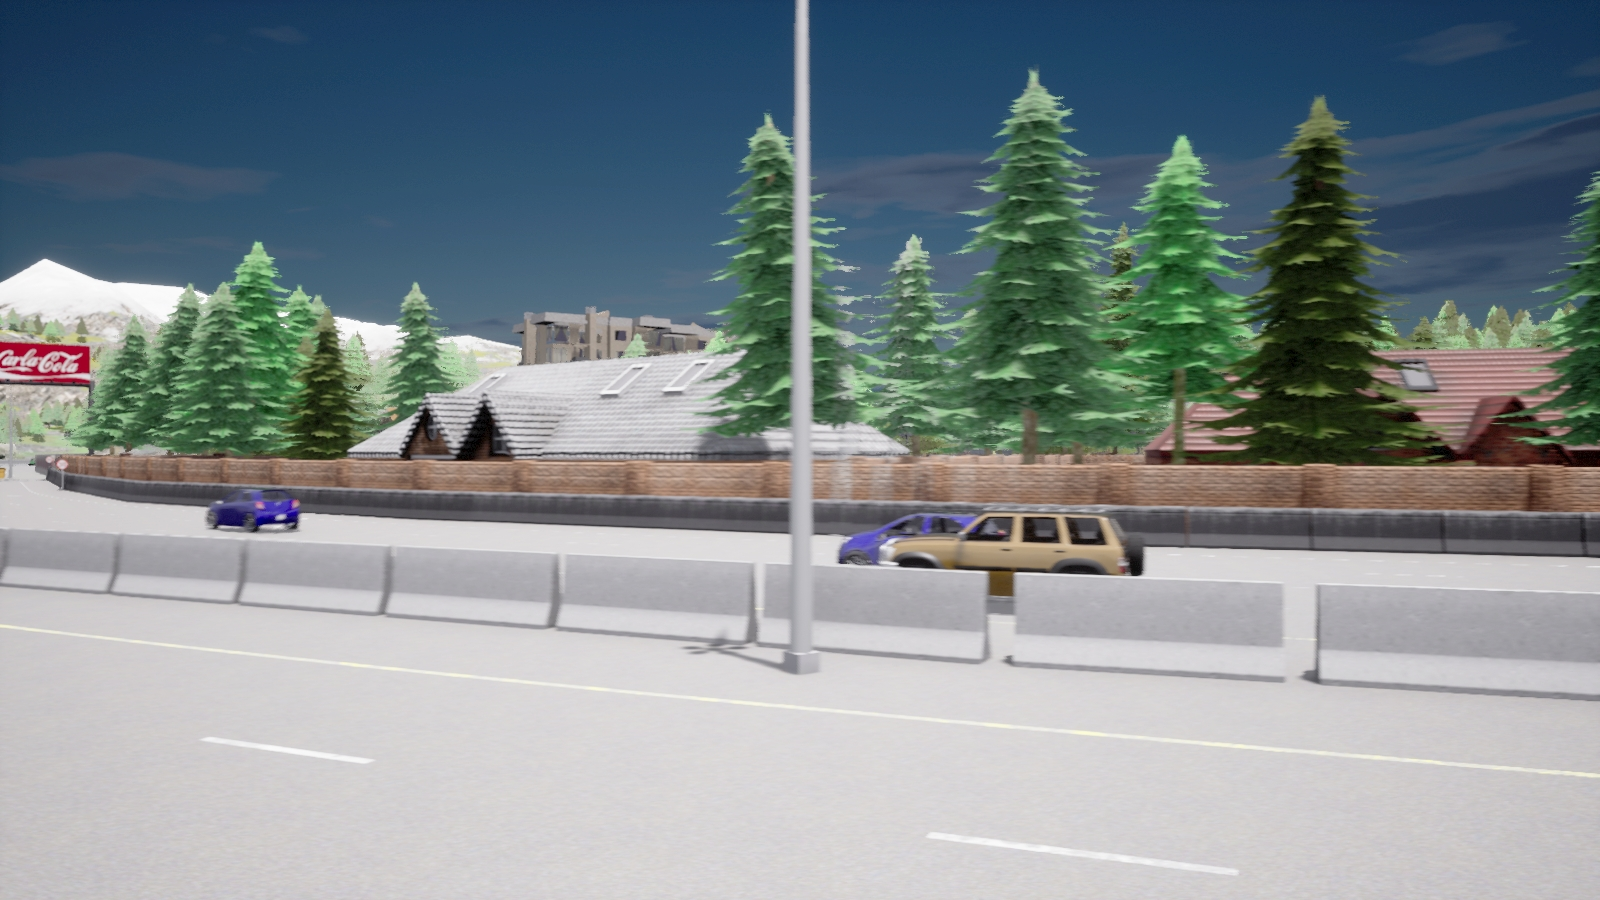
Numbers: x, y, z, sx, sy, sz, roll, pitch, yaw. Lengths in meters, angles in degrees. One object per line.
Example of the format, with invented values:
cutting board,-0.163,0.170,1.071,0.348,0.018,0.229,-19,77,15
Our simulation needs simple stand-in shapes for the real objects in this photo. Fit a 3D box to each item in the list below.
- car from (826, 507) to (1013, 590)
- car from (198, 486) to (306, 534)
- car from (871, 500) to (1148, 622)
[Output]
car,2.595,2.073,24.711,3.633,1.501,1.845,0,0,24
car,-19.332,2.083,40.271,3.633,1.501,1.845,0,0,34
car,3.765,1.894,20.489,4.605,1.855,1.932,0,0,21
